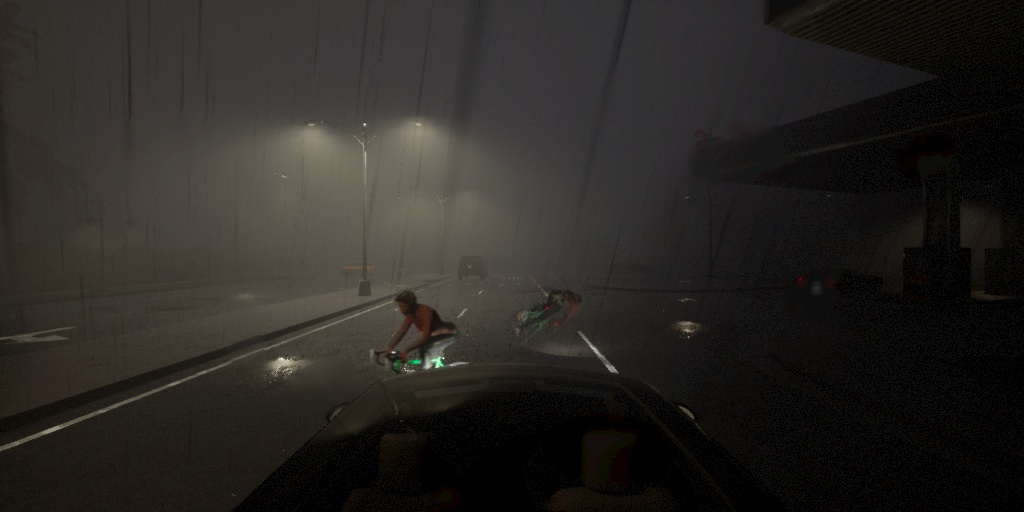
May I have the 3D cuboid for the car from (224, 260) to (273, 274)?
[{"bbox_3d":[-29.616,1.227,40.268,5.008,1.535,1.882,0,0,0],"label":"car"}]

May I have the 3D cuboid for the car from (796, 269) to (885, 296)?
[{"bbox_3d":[17.791,1.350,19.375,4.718,1.301,1.895,0,0,-22],"label":"car"}]

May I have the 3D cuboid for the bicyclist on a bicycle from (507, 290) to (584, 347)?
[{"bbox_3d":[0.628,1.072,6.511,1.620,0.582,1.656,-27,-30,-13],"label":"bicyclist on a bicycle"}]

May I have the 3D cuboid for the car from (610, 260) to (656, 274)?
[{"bbox_3d":[13.491,1.241,40.191,4.902,1.511,2.128,0,0,2],"label":"car"}]

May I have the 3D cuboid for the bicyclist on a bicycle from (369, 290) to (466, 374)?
[{"bbox_3d":[-1.039,1.205,4.104,0.582,1.620,1.656,0,2,44],"label":"bicyclist on a bicycle"}]

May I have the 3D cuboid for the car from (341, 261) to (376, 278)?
[{"bbox_3d":[-14.558,1.227,34.397,1.882,1.535,5.008,2,0,-4],"label":"car"}]

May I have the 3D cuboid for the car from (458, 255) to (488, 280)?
[{"bbox_3d":[-3.350,0.971,31.280,2.150,2.045,5.566,0,0,0],"label":"car"}]
